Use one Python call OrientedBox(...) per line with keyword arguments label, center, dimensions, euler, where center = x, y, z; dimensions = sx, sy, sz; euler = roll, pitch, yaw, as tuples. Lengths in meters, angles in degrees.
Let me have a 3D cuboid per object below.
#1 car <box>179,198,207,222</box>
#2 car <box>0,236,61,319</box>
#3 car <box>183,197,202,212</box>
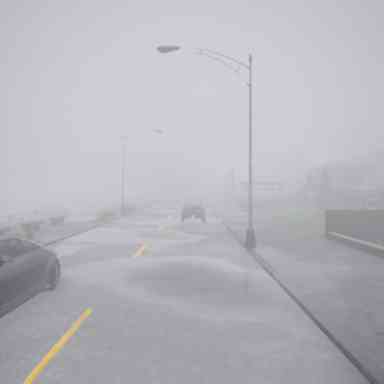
OrientedBox(label="car", center=(0.086, 1.470, 25.976), dimensions=(1.837, 1.490, 4.892), euler=(0, 0, 0))
OrientedBox(label="car", center=(-4.091, 1.556, 6.166), dimensions=(1.994, 1.385, 4.181), euler=(0, 0, 0))
OrientedBox(label="car", center=(0.083, 1.437, 39.237), dimensions=(2.128, 1.511, 4.902), euler=(0, 0, 0))
